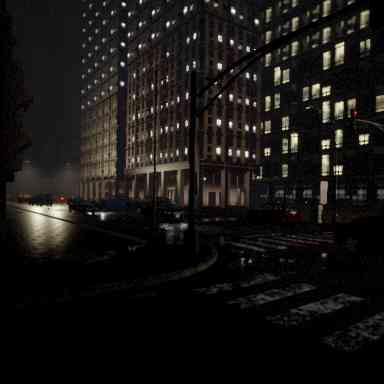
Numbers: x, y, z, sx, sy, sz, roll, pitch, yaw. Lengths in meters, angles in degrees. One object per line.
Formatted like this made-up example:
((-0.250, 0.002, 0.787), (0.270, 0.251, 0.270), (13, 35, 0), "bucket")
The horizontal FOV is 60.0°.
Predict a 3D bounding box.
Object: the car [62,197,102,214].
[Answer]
((-10.927, 1.426, 32.877), (2.008, 1.369, 4.403), (1, -1, -35), "car")

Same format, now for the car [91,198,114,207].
((-13.912, 1.586, 51.543), (1.947, 1.339, 4.313), (1, -1, -35), "car")

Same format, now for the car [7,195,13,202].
((-37.101, 1.396, 69.712), (1.947, 1.339, 4.313), (1, -1, -35), "car")

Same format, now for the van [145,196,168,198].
((-4.093, 1.381, 37.732), (1.690, 1.788, 3.998), (1, -1, -35), "van")

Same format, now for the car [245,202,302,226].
((5.722, 1.504, 23.917), (1.967, 1.590, 4.097), (1, -1, -35), "car")

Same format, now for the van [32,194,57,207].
((-20.738, 1.197, 46.692), (1.690, 1.788, 3.998), (1, -1, -35), "van")

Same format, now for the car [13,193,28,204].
((-30.554, 1.154, 60.506), (2.192, 1.841, 5.009), (1, -1, -35), "car")

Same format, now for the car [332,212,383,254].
((7.433, 1.483, 11.476), (1.882, 1.535, 5.008), (0, 0, -35), "car")

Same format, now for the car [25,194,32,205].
((-24.014, 1.432, 51.294), (1.802, 1.307, 4.206), (1, -1, -35), "car")

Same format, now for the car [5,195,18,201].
((-40.372, 1.377, 74.317), (2.008, 1.369, 4.403), (1, -1, -35), "car")

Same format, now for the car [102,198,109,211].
((-11.752, 1.521, 38.523), (1.895, 1.301, 4.718), (1, -1, -35), "car")

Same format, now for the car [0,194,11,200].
((-46.820, 1.365, 83.390), (1.752, 1.417, 4.829), (1, -1, -35), "car")

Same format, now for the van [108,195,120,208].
((-10.636, 1.367, 46.941), (1.690, 1.788, 3.998), (1, -1, -35), "van")

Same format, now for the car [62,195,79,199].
((-18.938, 1.456, 54.147), (2.128, 1.511, 4.902), (1, -1, -35), "car")

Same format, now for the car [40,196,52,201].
((-36.816, 1.570, 83.774), (1.802, 1.307, 4.206), (1, -1, -35), "car")

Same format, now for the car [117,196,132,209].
((-7.368, 1.584, 42.334), (2.008, 1.369, 4.403), (1, -1, -35), "car")

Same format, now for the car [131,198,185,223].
((-2.416, 1.434, 25.372), (2.128, 1.511, 4.902), (1, -1, -35), "car")

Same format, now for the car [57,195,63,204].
((-24.924, 1.307, 62.575), (2.097, 1.767, 4.553), (1, -1, -35), "car")
